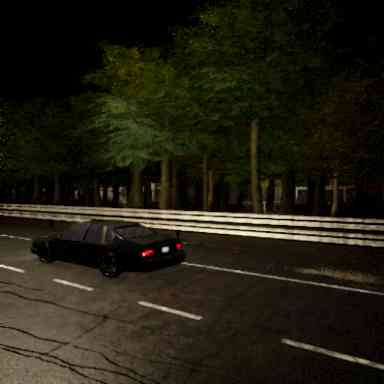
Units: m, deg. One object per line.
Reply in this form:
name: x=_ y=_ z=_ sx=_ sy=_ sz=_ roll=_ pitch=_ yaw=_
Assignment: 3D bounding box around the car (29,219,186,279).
car: x=-2.737 y=1.553 z=10.124 sx=5.357 sy=1.411 sz=2.033 roll=0 pitch=0 yaw=36
